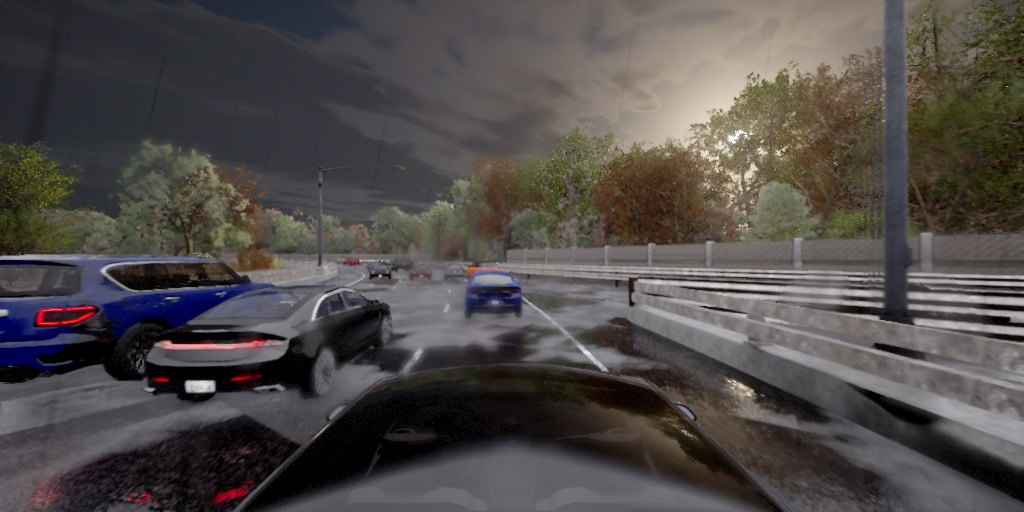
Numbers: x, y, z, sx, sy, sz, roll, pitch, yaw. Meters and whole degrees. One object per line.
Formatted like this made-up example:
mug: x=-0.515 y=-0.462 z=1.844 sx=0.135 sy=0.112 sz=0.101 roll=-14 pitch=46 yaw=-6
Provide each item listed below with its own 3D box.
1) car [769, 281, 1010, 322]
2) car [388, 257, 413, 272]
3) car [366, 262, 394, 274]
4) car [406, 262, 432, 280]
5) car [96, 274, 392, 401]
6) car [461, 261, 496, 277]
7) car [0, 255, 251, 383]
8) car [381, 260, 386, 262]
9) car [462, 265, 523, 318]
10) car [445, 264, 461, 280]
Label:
car: x=10.565 y=1.382 z=10.597 sx=1.895 sy=1.301 sz=4.718 roll=0 pitch=0 yaw=-42
car: x=-15.764 y=1.208 z=50.966 sx=2.150 sy=2.045 sz=5.566 roll=0 pitch=0 yaw=-27
car: x=-12.586 y=1.510 z=34.445 sx=1.895 sy=1.301 sz=4.718 roll=0 pitch=0 yaw=-18
car: x=-8.744 y=1.504 z=33.966 sx=1.895 sy=1.301 sz=4.718 roll=0 pitch=0 yaw=-18
car: x=-3.633 y=1.266 z=6.466 sx=2.128 sy=1.511 sz=4.902 roll=0 pitch=0 yaw=-3
car: x=-2.606 y=1.238 z=30.981 sx=2.097 sy=1.767 sz=4.553 roll=-1 pitch=0 yaw=-23
car: x=-7.164 y=1.003 z=7.382 sx=2.150 sy=2.045 sz=5.566 roll=0 pitch=0 yaw=-4
car: x=-19.414 y=1.588 z=50.413 sx=1.895 sy=1.301 sz=4.718 roll=0 pitch=0 yaw=-27
car: x=-0.786 y=1.280 z=13.379 sx=1.882 sy=1.535 sz=5.008 roll=0 pitch=0 yaw=-7
car: x=-5.220 y=1.445 z=33.187 sx=2.033 sy=1.411 sz=5.357 roll=0 pitch=0 yaw=-7
